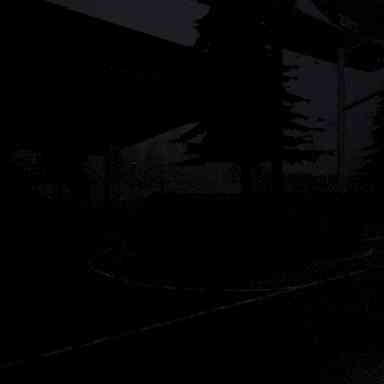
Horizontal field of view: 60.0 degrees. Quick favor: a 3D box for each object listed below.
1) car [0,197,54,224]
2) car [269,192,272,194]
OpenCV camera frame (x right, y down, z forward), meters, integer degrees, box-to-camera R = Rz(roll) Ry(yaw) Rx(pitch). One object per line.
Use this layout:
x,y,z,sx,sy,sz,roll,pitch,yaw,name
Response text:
-11.959,1.313,23.487,3.866,1.878,1.905,0,0,-36,car
6.245,1.050,28.692,2.150,2.045,5.566,0,1,-34,car
